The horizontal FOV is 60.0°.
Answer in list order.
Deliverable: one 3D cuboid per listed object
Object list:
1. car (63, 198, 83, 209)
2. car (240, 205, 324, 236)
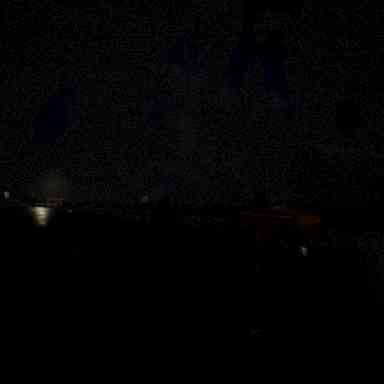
[{"bbox_3d":[-17.931,1.714,49.963,1.882,1.535,5.008,-1,0,-35],"label":"car"},{"bbox_3d":[4.690,1.513,18.128,1.882,1.535,5.008,-1,1,-35],"label":"car"}]
